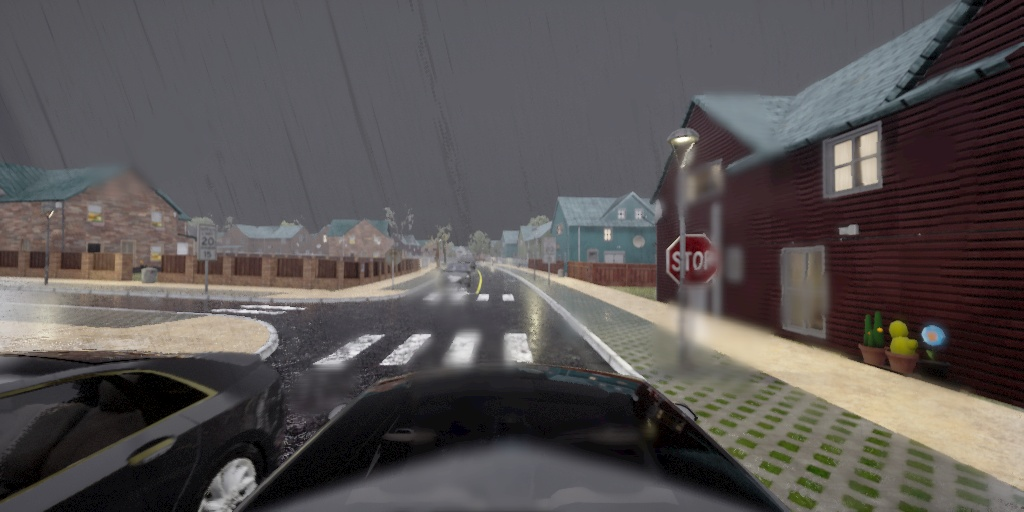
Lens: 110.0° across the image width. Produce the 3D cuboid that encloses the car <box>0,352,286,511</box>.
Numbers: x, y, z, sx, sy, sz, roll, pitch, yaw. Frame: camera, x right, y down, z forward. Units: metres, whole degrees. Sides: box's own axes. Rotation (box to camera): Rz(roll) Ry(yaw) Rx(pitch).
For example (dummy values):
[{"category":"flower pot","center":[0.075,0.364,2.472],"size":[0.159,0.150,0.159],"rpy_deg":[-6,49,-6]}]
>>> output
[{"category":"car","center":[-2.779,1.266,0.987],"size":[1.837,1.490,4.892],"rpy_deg":[0,0,0]}]

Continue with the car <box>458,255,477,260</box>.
[{"category":"car","center":[-6.054,0.846,48.799],"size":[2.150,2.045,5.566],"rpy_deg":[0,0,-8]}]

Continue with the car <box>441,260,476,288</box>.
[{"category":"car","center":[-3.536,1.225,23.680],"size":[2.128,1.511,4.902],"rpy_deg":[0,0,-4]}]
